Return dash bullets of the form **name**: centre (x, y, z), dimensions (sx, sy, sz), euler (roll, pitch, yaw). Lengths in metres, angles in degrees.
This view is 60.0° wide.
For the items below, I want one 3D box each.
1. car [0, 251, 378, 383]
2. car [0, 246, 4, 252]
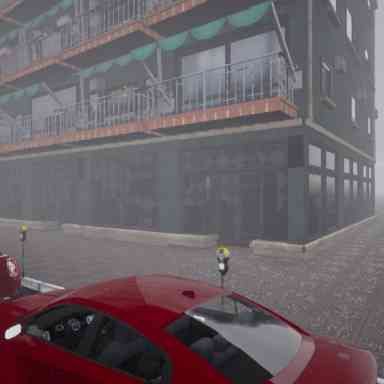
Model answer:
- **car**: centre (-0.634, 1.545, 3.331), dimensions (4.507, 1.381, 1.887), euler (0, 0, 36)
- **car**: centre (-5.219, 1.440, 6.610), dimensions (4.097, 1.590, 1.967), euler (0, 0, 36)
